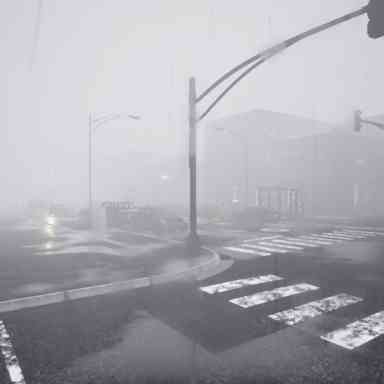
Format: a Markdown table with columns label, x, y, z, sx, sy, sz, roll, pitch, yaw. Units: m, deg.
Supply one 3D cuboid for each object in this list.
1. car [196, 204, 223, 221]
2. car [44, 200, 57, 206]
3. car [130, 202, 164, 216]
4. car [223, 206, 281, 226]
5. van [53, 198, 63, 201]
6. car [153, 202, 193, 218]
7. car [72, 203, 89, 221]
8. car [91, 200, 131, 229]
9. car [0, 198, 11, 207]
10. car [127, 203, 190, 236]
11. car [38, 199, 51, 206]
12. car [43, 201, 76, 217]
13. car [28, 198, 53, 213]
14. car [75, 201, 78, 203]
| label | x | y | z | sx | sy | sz | roll | pitch | yaw |
| --- | --- | --- | --- | --- | --- | --- | --- | --- | --- |
| car | 1.295 | 1.757 | 29.915 | 1.752 | 1.417 | 4.829 | -1 | 0 | -36 |
| car | -32.079 | 2.448 | 75.339 | 1.887 | 1.381 | 4.507 | -1 | 0 | -36 |
| car | -5.299 | 1.915 | 38.891 | 2.008 | 1.369 | 4.403 | -1 | 0 | -36 |
| car | 4.745 | 1.728 | 25.222 | 1.947 | 1.339 | 4.313 | -1 | 0 | -36 |
| van | -28.737 | 2.177 | 70.783 | 1.690 | 1.788 | 3.998 | -1 | 0 | -36 |
| car | -2.053 | 1.824 | 34.471 | 1.752 | 1.417 | 4.829 | -1 | 0 | -36 |
| car | -8.696 | 1.921 | 29.416 | 2.008 | 1.369 | 4.403 | -1 | 0 | -36 |
| car | -5.353 | 1.618 | 24.859 | 2.192 | 1.841 | 5.009 | -1 | 0 | -36 |
| car | -42.210 | 2.360 | 74.951 | 2.192 | 1.841 | 5.009 | -1 | 0 | -36 |
| car | -2.002 | 1.675 | 20.304 | 1.967 | 1.590 | 4.097 | -1 | 0 | -36 |
| car | -35.527 | 2.499 | 80.032 | 1.752 | 1.417 | 4.829 | -1 | 0 | -36 |
| car | -15.391 | 2.055 | 38.528 | 2.008 | 1.369 | 4.403 | -1 | 0 | -36 |
| car | -22.091 | 1.954 | 47.639 | 2.192 | 1.841 | 5.009 | -1 | 0 | -36 |
| car | -22.036 | 2.283 | 61.671 | 1.802 | 1.307 | 4.206 | -1 | 0 | -36 |
